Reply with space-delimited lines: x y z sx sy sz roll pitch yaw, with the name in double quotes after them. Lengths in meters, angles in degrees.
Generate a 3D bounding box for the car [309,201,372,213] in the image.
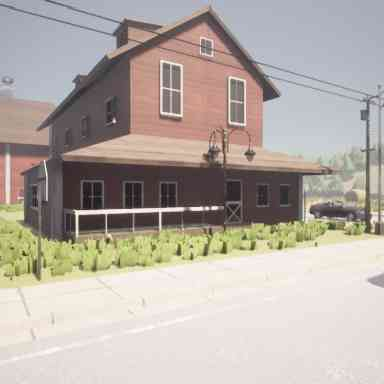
11.706 1.464 26.459 2.128 1.511 4.902 0 0 -33 "car"
